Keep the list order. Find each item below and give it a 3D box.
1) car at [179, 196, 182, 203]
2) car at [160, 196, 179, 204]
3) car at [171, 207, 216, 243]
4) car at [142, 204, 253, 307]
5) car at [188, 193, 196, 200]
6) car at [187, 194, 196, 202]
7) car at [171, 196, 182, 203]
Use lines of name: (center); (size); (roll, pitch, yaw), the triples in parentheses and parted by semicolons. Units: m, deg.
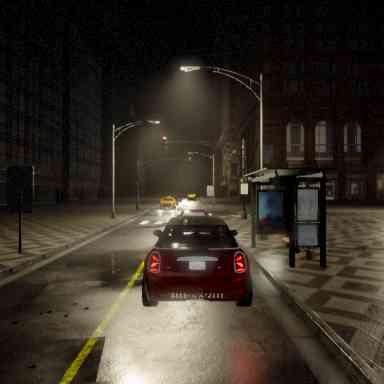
car: (-3.127, 1.421, 54.322); (1.837, 1.490, 4.892); (0, 0, 0)
car: (-3.118, 1.421, 44.021); (1.882, 1.535, 5.008); (0, 0, 1)
car: (0.083, 1.558, 16.791); (1.994, 1.385, 4.181); (0, 0, 0)
car: (0.094, 1.352, 8.148); (2.097, 1.767, 4.553); (0, 0, 0)
car: (-0.064, 1.126, 84.356); (1.882, 1.535, 5.008); (0, 0, 0)
car: (-0.057, 1.441, 74.382); (1.895, 1.301, 4.718); (0, 0, 0)
car: (-3.080, 1.481, 66.513); (1.895, 1.301, 4.718); (0, 0, 0)
